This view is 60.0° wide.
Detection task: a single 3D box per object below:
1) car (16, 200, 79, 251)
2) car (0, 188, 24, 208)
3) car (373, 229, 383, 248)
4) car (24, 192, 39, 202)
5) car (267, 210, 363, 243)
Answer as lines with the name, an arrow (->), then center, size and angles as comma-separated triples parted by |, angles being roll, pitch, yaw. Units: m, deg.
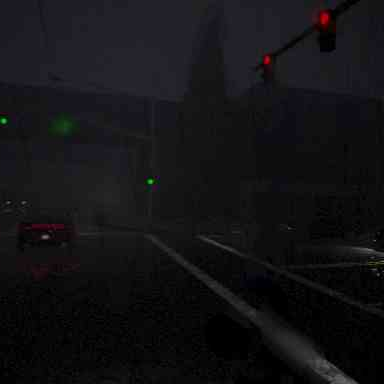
car -> -5.665, 1.316, 13.396 | 1.882, 1.535, 5.008 | 2, 0, -19
car -> -20.470, 0.629, 36.407 | 2.150, 2.045, 5.566 | 2, 0, -17
car -> 10.187, 1.886, 14.598 | 4.181, 1.385, 1.994 | 2, 0, -18
car -> -25.608, 0.789, 53.131 | 1.812, 1.442, 4.674 | 2, 0, -17
car -> 6.284, 1.683, 17.034 | 5.008, 1.535, 1.882 | 1, 0, -18
